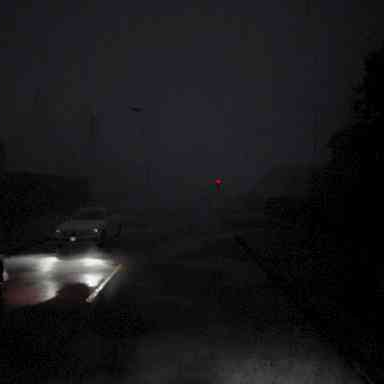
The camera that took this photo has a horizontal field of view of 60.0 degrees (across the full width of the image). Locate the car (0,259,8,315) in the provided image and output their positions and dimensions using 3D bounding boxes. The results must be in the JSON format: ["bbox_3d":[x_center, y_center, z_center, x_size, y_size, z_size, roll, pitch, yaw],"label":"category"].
[{"bbox_3d":[-4.114,1.489,4.087,1.812,1.442,4.674,0,1,-1],"label":"car"}]

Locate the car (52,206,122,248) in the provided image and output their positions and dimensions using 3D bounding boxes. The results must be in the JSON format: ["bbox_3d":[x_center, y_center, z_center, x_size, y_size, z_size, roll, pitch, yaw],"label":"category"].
[{"bbox_3d":[-4.221,1.364,14.114,1.812,1.442,4.674,0,1,0],"label":"car"}]
